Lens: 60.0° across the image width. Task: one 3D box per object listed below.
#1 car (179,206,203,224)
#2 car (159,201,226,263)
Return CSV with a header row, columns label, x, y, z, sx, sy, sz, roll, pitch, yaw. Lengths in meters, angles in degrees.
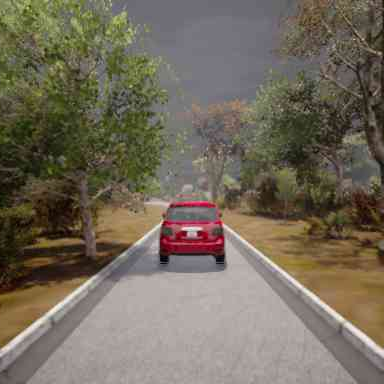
label,x,y,z,sx,sy,sz,roll,pitch,yaw
car,-0.067,1.901,28.274,1.895,1.301,4.718,0,-1,0
car,0.008,1.360,12.615,2.150,2.045,5.566,0,0,0
